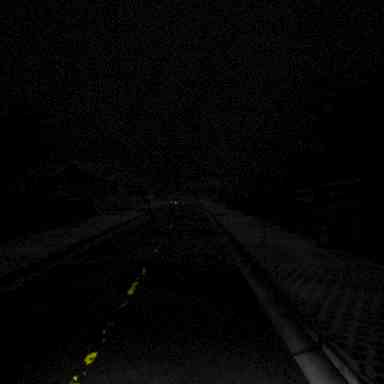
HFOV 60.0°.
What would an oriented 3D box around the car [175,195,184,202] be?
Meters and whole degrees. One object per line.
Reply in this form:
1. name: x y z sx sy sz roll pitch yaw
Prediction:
1. car: -2.949 1.454 79.735 2.097 1.767 4.553 0 0 -2
